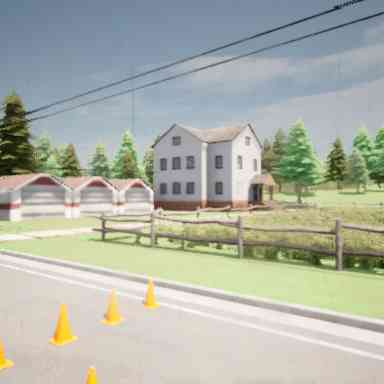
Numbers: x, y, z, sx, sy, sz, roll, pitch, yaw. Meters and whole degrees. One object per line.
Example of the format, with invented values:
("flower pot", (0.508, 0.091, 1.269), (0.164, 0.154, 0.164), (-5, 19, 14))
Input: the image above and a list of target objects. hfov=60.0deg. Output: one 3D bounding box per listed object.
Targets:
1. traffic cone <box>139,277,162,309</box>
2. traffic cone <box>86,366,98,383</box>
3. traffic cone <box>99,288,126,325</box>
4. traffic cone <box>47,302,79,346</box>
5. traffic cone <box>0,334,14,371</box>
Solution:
("traffic cone", (-0.861, 2.052, 6.852), (0.340, 0.580, 0.340), (-1, -1, 36))
("traffic cone", (-0.978, 2.003, 3.249), (0.340, 0.580, 0.340), (-1, -1, 36))
("traffic cone", (-1.443, 2.041, 6.039), (0.340, 0.580, 0.340), (-1, -1, 36))
("traffic cone", (-2.024, 2.031, 5.225), (0.340, 0.580, 0.340), (-1, -1, 36))
("traffic cone", (-2.605, 2.021, 4.412), (0.340, 0.580, 0.340), (-1, -1, 36))
